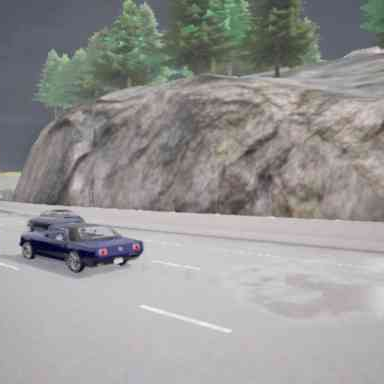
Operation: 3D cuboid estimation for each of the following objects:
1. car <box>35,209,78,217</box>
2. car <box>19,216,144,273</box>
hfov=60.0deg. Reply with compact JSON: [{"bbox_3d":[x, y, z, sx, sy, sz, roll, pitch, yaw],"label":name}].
[{"bbox_3d":[-7.957,1.714,19.492,4.181,1.385,1.994,0,-1,42],"label":"car"},{"bbox_3d":[-3.843,1.693,11.026,4.718,1.301,1.895,0,-1,39],"label":"car"}]
